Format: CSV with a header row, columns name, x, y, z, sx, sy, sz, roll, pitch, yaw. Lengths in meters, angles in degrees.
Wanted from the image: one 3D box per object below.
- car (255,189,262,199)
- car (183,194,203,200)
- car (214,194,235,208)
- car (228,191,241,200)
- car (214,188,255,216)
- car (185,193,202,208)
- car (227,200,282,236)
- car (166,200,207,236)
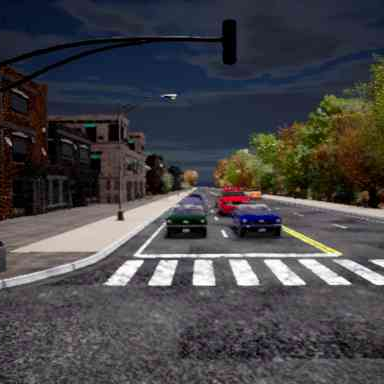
name,x,y,z,sx,sy,sz,roll,pitch,yaw
car,10.449,0.304,56.604,2.097,1.767,4.553,-1,1,1
car,-0.018,1.101,26.297,2.033,1.411,5.357,-1,1,1
car,3.460,0.918,36.383,1.994,1.385,4.181,0,1,2
car,7.204,0.504,56.793,1.812,1.442,4.674,-1,1,1
car,3.228,0.745,26.331,2.150,2.045,5.566,-1,1,1
car,0.208,0.910,36.331,1.812,1.442,4.674,-1,1,1
car,3.034,1.291,16.450,1.895,1.301,4.718,-1,1,1
car,-0.215,1.320,16.515,1.895,1.301,4.718,-1,1,1
